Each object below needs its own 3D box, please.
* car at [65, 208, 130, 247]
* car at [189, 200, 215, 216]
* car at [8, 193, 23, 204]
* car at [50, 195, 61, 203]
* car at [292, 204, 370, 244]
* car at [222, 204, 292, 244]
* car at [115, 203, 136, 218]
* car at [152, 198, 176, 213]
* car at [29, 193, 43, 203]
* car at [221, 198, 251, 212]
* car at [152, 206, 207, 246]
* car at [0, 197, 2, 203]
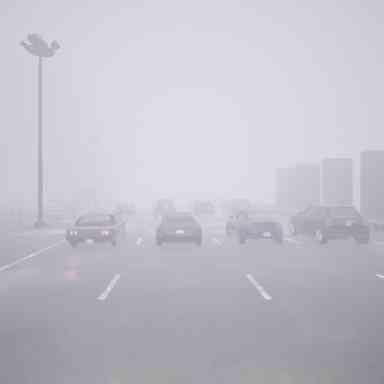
[{"bbox_3d":[-4.146,1.613,15.100,1.895,1.301,4.718,0,0,-5],"label":"car"},{"bbox_3d":[0.832,1.493,31.546,2.128,1.511,4.902,0,0,-10],"label":"car"},{"bbox_3d":[-33.882,1.178,64.045,2.150,2.045,5.566,0,0,-22],"label":"car"},{"bbox_3d":[-27.481,1.423,66.881,1.882,1.535,5.008,0,0,-22],"label":"car"},{"bbox_3d":[6.322,1.363,15.915,2.097,1.767,4.553,0,0,-5],"label":"car"},{"bbox_3d":[2.832,1.530,15.654,1.812,1.442,4.674,0,0,-5],"label":"car"},{"bbox_3d":[-6.075,1.614,30.413,1.895,1.301,4.718,0,0,-10],"label":"car"},{"bbox_3d":[-2.614,1.363,30.935,2.097,1.767,4.553,0,0,-10],"label":"car"},{"bbox_3d":[-30.676,1.174,65.449,2.150,2.045,5.566,0,0,-22],"label":"car"},{"bbox_3d":[4.289,1.364,32.098,2.097,1.767,4.553,0,0,-10],"label":"car"},{"bbox_3d":[-0.656,1.570,15.362,1.994,1.385,4.181,0,0,-5],"label":"car"},{"bbox_3d":[-37.099,1.457,62.668,1.837,1.490,4.892,0,0,-22],"label":"car"}]
